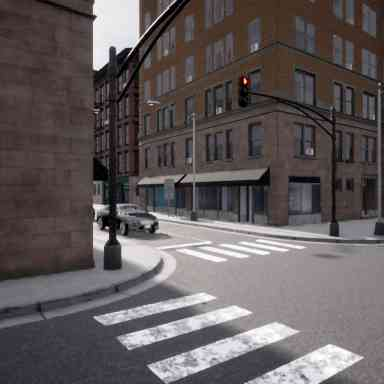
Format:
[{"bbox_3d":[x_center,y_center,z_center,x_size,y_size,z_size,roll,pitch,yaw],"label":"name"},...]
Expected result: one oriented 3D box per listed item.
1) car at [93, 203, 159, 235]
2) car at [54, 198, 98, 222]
[{"bbox_3d":[-3.624,1.395,18.153,2.128,1.511,4.902,0,0,-37],"label":"car"},{"bbox_3d":[-9.110,1.323,25.863,1.882,1.535,5.008,0,0,-36],"label":"car"}]
